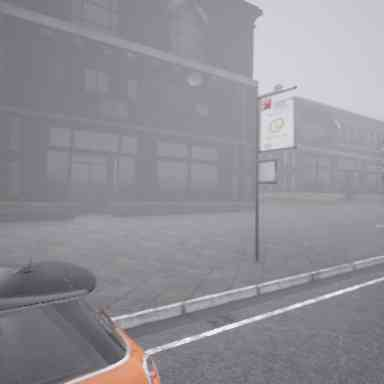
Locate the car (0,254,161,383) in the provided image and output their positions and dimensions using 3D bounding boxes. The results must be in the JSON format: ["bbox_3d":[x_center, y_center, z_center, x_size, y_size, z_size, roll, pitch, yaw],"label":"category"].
[{"bbox_3d":[-2.377,1.351,1.682,4.553,1.767,2.097,0,0,-35],"label":"car"}]
